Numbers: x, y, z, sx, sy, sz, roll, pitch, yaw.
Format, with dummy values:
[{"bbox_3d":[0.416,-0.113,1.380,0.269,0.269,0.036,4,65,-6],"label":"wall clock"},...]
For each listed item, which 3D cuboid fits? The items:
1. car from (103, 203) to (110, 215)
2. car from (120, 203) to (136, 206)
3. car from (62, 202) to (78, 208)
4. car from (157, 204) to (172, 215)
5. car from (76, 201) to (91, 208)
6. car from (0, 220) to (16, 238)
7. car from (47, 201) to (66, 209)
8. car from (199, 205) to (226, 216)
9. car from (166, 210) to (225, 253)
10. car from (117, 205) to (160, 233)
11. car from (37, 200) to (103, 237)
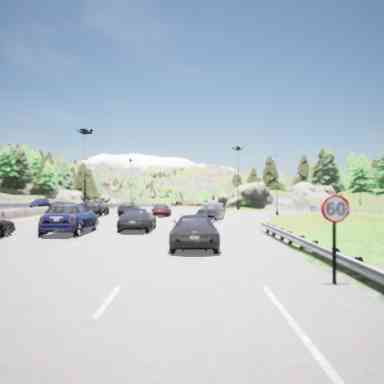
[{"bbox_3d":[-10.391,1.905,36.537,2.128,1.511,4.902,0,-1,0],"label":"car"},{"bbox_3d":[-6.886,1.909,36.552,2.128,1.511,4.902,0,-1,0],"label":"car"},{"bbox_3d":[-30.924,3.249,84.298,2.033,1.411,5.357,0,-2,1],"label":"car"},{"bbox_3d":[-3.382,2.014,37.167,1.994,1.385,4.181,0,-1,0],"label":"car"},{"bbox_3d":[-27.424,3.190,84.256,1.882,1.535,5.008,0,-2,1],"label":"car"},{"bbox_3d":[-10.404,1.639,15.485,2.033,1.411,5.357,0,0,0],"label":"car"},{"bbox_3d":[-27.629,2.633,68.012,1.882,1.535,5.008,0,-2,1],"label":"car"},{"bbox_3d":[1.827,1.857,30.626,2.033,1.411,5.357,0,-1,15],"label":"car"},{"bbox_3d":[0.095,1.659,14.150,1.994,1.385,4.181,0,-1,0],"label":"car"},{"bbox_3d":[-3.405,1.738,20.997,1.994,1.385,4.181,0,-1,0],"label":"car"},{"bbox_3d":[-6.906,1.488,19.054,2.097,1.767,4.553,0,-1,0],"label":"car"}]
